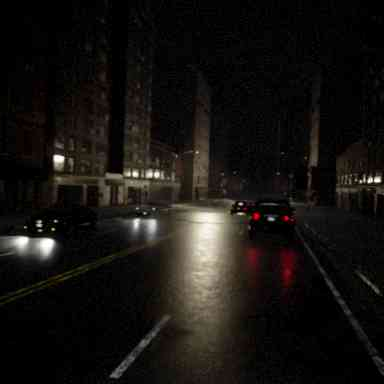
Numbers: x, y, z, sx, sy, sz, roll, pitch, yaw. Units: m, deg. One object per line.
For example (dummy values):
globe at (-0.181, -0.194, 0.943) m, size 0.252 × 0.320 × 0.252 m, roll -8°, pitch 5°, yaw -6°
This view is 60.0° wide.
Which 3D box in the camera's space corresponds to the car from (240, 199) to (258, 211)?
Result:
car at (8.193, 1.772, 47.374) m, size 2.033 × 1.411 × 5.357 m, roll 2°, pitch 0°, yaw 14°

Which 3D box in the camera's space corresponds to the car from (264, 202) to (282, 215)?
car at (9.788, 1.906, 40.072) m, size 1.895 × 1.301 × 4.718 m, roll 2°, pitch 0°, yaw 14°

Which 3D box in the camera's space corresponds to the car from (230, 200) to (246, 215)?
car at (5.224, 1.686, 35.275) m, size 2.033 × 1.411 × 5.357 m, roll 2°, pitch 0°, yaw 14°

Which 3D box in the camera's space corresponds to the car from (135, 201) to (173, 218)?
car at (-3.215, 1.423, 28.791) m, size 1.895 × 1.301 × 4.718 m, roll 2°, pitch 0°, yaw 14°

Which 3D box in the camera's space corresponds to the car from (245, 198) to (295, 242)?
car at (4.304, 1.356, 17.856) m, size 2.150 × 2.045 × 5.566 m, roll 2°, pitch 0°, yaw 14°

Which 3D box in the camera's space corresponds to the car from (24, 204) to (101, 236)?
car at (-6.256, 1.290, 16.548) m, size 1.994 × 1.385 × 4.181 m, roll 2°, pitch 0°, yaw 13°
